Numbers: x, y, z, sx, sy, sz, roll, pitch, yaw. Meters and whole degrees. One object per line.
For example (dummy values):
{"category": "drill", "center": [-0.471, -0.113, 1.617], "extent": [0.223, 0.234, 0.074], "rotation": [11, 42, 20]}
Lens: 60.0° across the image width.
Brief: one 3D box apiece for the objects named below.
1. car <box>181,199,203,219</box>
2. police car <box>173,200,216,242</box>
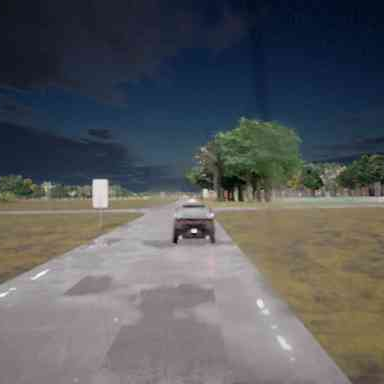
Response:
{"category": "car", "center": [0.023, 1.477, 30.746], "extent": [1.801, 1.575, 5.366], "rotation": [0, 0, 0]}
{"category": "police car", "center": [0.097, 1.424, 16.441], "extent": [1.930, 1.638, 5.238], "rotation": [0, 0, 0]}
